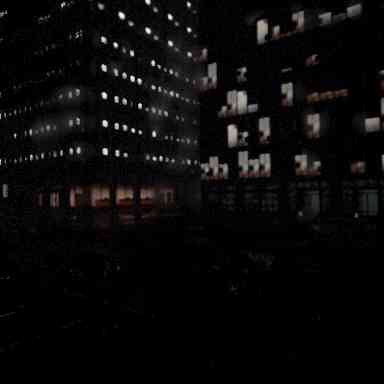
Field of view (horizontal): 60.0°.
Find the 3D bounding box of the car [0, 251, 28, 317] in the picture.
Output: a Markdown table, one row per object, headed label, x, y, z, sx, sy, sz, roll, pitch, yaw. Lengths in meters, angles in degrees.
| label | x | y | z | sx | sy | sz | roll | pitch | yaw |
| --- | --- | --- | --- | --- | --- | --- | --- | --- | --- |
| car | -4.844 | 1.585 | 6.343 | 4.403 | 1.369 | 2.008 | 0 | -1 | 36 |
